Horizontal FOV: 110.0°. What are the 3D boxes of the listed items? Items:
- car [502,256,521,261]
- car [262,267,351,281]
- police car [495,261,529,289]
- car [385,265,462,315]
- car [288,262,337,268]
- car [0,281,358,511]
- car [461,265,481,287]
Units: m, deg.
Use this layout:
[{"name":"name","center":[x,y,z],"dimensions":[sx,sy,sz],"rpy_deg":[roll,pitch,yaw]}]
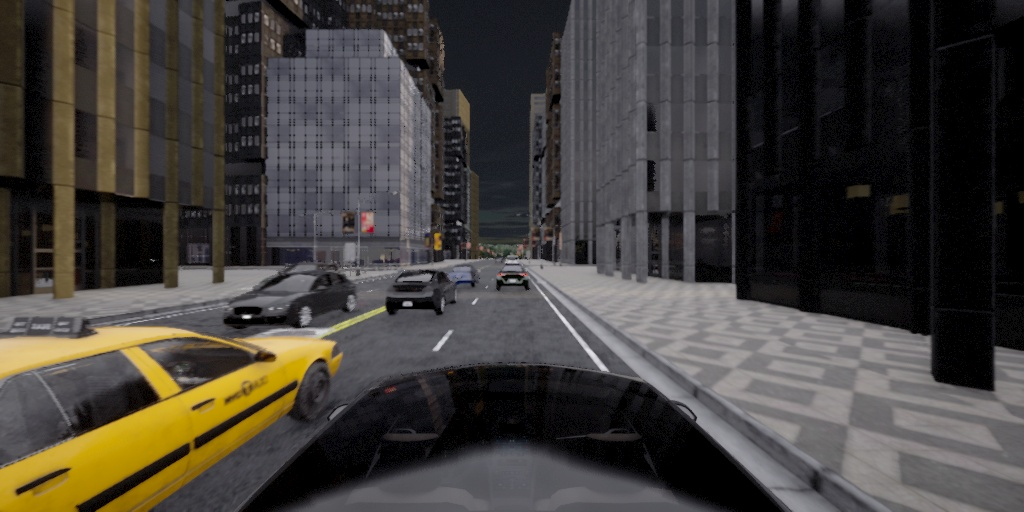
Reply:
[{"name":"car","center":[0.083,0.970,52.059],"dimensions":[2.150,2.045,5.566],"rpy_deg":[0,0,0]},{"name":"car","center":[-6.603,1.260,11.349],"dimensions":[1.837,1.490,4.892],"rpy_deg":[0,0,0]},{"name":"police car","center":[0.031,1.261,23.026],"dimensions":[2.038,1.542,4.974],"rpy_deg":[0,0,0]},{"name":"car","center":[-3.252,1.260,13.620],"dimensions":[1.837,1.490,4.892],"rpy_deg":[0,0,0]},{"name":"car","center":[-9.852,1.108,17.191],"dimensions":[2.097,1.767,4.553],"rpy_deg":[0,0,0]},{"name":"car","center":[-3.251,1.207,2.810],"dimensions":[1.801,1.575,5.366],"rpy_deg":[0,0,0]},{"name":"car","center":[-3.255,1.305,24.620],"dimensions":[2.033,1.411,5.357],"rpy_deg":[0,0,0]}]
